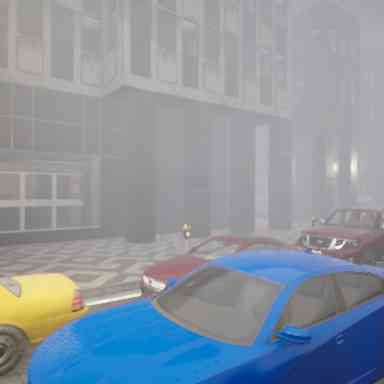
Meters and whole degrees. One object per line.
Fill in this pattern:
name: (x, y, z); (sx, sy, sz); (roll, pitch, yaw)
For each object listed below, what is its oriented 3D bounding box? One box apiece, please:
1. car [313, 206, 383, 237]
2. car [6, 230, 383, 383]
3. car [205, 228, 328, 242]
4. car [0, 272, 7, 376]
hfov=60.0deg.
car: (5.481, 1.384, 10.568); (5.009, 1.841, 2.192); (0, 0, -36)
car: (0.843, 1.496, 3.858); (5.008, 1.535, 1.882); (1, 0, -36)
car: (0.920, 1.614, 7.311); (4.206, 1.307, 1.802); (0, 0, -36)
car: (-3.777, 1.519, 3.957); (4.829, 1.417, 1.752); (0, 0, -36)
